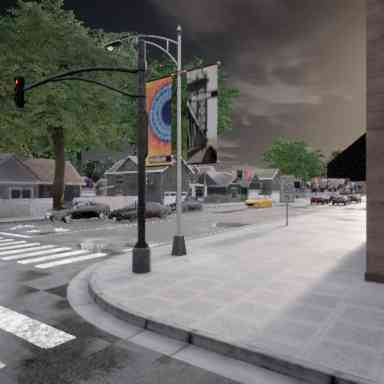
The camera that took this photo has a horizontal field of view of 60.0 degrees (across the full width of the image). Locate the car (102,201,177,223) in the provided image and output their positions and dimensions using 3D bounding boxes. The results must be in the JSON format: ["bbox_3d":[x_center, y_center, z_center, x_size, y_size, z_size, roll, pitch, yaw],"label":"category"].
[{"bbox_3d":[-3.731,1.430,24.818,2.033,1.411,5.357,0,0,36],"label":"car"}]

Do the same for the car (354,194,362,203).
[{"bbox_3d":[28.319,1.155,58.114,1.837,1.490,4.892,0,0,36],"label":"car"}]

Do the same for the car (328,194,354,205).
[{"bbox_3d":[22.324,1.203,49.727,1.837,1.490,4.892,0,0,36],"label":"car"}]

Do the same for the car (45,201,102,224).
[{"bbox_3d":[-8.175,1.391,24.186,2.128,1.511,4.902,0,0,36],"label":"car"}]

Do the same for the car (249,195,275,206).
[{"bbox_3d":[10.690,1.203,50.422,1.882,1.535,5.008,0,0,36],"label":"car"}]

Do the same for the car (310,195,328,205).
[{"bbox_3d":[20.071,1.171,52.164,1.882,1.535,5.008,0,0,36],"label":"car"}]

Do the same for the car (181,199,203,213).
[{"bbox_3d":[-0.642,1.390,34.716,1.994,1.385,4.181,0,0,36],"label":"car"}]

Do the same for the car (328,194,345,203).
[{"bbox_3d":[26.708,1.146,61.444,1.837,1.490,4.892,0,0,36],"label":"car"}]

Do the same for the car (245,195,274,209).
[{"bbox_3d":[8.373,1.247,41.704,1.882,1.535,5.008,0,0,36],"label":"car"}]
